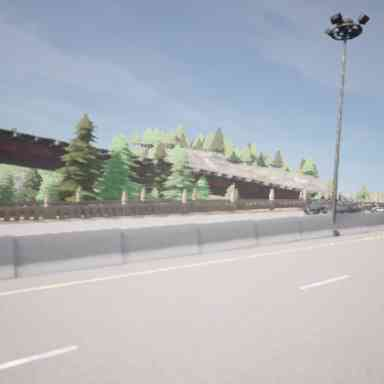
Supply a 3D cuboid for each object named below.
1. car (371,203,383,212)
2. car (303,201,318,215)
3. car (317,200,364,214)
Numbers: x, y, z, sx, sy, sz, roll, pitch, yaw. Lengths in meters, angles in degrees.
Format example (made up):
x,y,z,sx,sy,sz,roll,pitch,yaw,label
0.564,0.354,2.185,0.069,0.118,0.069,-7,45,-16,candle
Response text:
x,y,z,sx,sy,sz,roll,pitch,yaw,label
18.002,1.517,29.714,4.553,1.767,2.097,0,0,-35,car
13.859,1.672,35.355,4.892,1.490,1.837,1,-1,-35,car
14.336,1.661,31.404,4.892,1.490,1.837,1,0,-35,car
